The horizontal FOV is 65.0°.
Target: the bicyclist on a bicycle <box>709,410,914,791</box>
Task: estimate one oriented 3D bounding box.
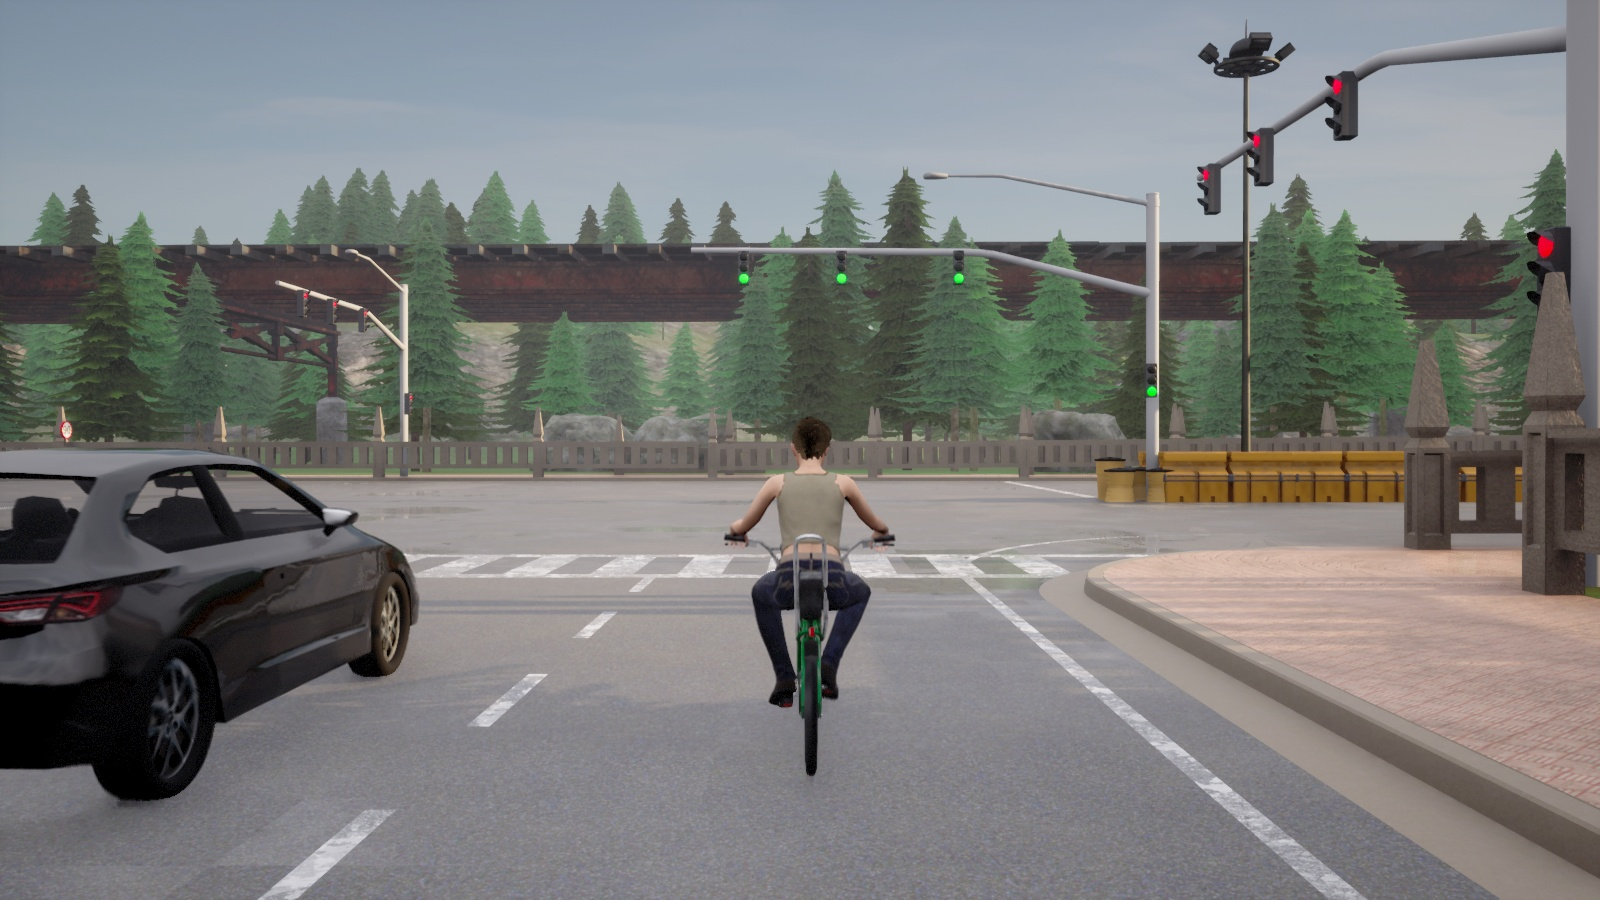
[{"bbox_3d":[0.048,0.650,6.083,0.866,1.612,1.509,0,-1,0],"label":"bicyclist on a bicycle"}]

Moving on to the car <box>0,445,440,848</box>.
[{"bbox_3d":[-3.449,0.719,6.739,1.816,1.474,4.193,0,0,0],"label":"car"}]
